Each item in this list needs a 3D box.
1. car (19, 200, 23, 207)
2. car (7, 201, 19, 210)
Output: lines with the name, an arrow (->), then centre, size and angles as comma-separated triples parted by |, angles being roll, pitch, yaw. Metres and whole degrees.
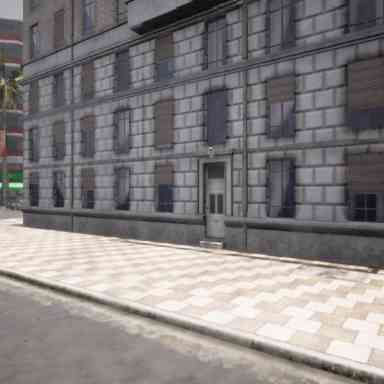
car -> -17.725, 1.526, 40.103 | 1.812, 1.442, 4.674 | 0, 0, 36
car -> -20.821, 1.564, 41.787 | 1.994, 1.385, 4.181 | 0, 0, 36
